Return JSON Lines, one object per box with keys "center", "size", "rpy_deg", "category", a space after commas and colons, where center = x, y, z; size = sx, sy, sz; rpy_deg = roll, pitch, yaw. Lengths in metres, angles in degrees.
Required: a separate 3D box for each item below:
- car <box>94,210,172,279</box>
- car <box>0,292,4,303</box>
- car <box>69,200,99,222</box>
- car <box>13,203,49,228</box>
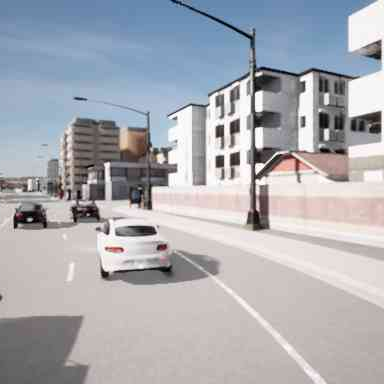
{"center": [-1.854, 1.466, 9.945], "size": [1.812, 1.442, 4.674], "rpy_deg": [0, 0, -17], "category": "car"}
{"center": [-3.677, 1.595, 3.138], "size": [1.895, 1.301, 4.718], "rpy_deg": [0, 0, -7], "category": "car"}
{"center": [-8.104, 1.358, 25.049], "size": [2.128, 1.511, 4.902], "rpy_deg": [0, 0, -24], "category": "car"}
{"center": [-10.275, 1.427, 21.316], "size": [1.812, 1.442, 4.674], "rpy_deg": [0, 0, -23], "category": "car"}
